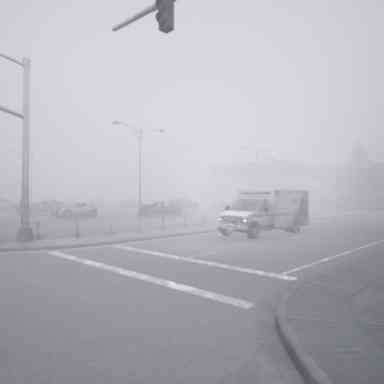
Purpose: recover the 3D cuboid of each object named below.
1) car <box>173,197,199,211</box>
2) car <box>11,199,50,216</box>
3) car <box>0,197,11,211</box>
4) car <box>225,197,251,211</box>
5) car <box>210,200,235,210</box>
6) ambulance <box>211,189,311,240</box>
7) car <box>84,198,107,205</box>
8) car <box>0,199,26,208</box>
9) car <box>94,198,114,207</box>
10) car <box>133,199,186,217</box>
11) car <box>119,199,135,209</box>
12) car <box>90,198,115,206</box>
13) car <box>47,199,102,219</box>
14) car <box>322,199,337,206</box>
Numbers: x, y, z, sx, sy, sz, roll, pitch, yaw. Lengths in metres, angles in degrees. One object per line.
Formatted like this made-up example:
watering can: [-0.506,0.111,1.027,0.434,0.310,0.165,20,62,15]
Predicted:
car: [-1.155,1.649,44.904,1.932,1.855,4.605,-1,-1,44]
car: [-15.485,1.564,34.575,2.152,1.636,5.027,-1,-1,44]
car: [-24.692,1.576,43.460,1.905,1.878,3.866,-1,-1,44]
car: [6.673,1.679,48.284,1.905,1.878,3.866,-1,-1,44]
car: [4.705,1.992,51.029,1.970,1.475,3.806,-1,-1,44]
ambulance: [4.033,1.089,18.101,2.351,2.431,6.366,-1,-1,44]
car: [-22.275,2.229,76.920,2.007,1.523,4.514,-1,-1,44]
car: [-33.049,2.079,61.450,1.970,1.475,3.806,-1,-1,44]
car: [-16.786,2.034,61.032,1.845,1.501,3.633,-1,-1,44]
car: [-3.112,1.708,32.879,2.007,1.523,4.514,-1,-1,44]
car: [-9.625,1.943,54.063,2.007,1.523,4.514,-1,-1,44]
car: [-19.982,2.199,74.779,2.152,1.636,5.027,-1,-1,44]
car: [-10.643,1.601,30.351,1.970,1.475,3.806,-1,-1,44]
car: [30.676,2.398,72.364,4.611,1.667,2.242,-1,-1,44]
